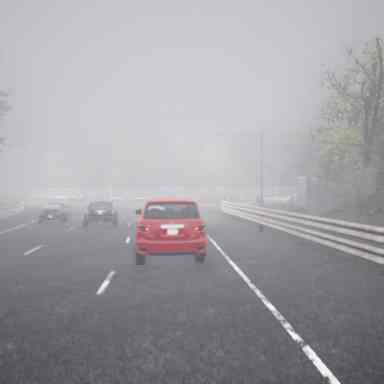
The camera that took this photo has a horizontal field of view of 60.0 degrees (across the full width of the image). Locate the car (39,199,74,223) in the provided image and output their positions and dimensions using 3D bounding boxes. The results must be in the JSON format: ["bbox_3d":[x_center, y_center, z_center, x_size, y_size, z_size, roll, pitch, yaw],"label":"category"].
[{"bbox_3d":[-10.330,1.517,25.224,1.812,1.442,4.674,0,0,-14],"label":"car"}]

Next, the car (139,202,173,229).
[{"bbox_3d":[-2.570,1.496,22.687,1.812,1.442,4.674,0,0,-12],"label":"car"}]

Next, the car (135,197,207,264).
[{"bbox_3d":[-0.859,1.204,11.968,2.150,2.045,5.566,0,0,-7],"label":"car"}]

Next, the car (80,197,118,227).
[{"bbox_3d":[-6.243,1.334,23.058,2.097,1.767,4.553,0,0,-12],"label":"car"}]

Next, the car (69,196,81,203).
[{"bbox_3d":[-23.903,1.559,68.703,1.895,1.301,4.718,0,0,-39],"label":"car"}]

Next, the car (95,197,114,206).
[{"bbox_3d":[-14.226,1.557,53.825,1.895,1.301,4.718,0,0,-28],"label":"car"}]
